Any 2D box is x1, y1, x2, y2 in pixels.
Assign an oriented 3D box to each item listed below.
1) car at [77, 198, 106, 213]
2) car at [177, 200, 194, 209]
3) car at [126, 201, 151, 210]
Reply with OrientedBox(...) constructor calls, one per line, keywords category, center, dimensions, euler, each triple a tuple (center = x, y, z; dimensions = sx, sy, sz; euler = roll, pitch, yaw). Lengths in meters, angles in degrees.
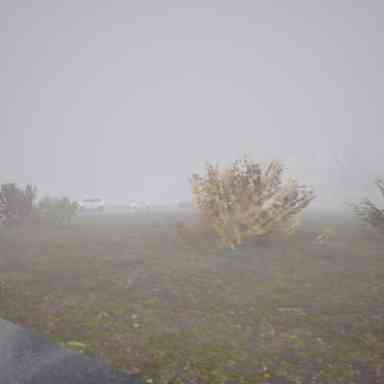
OrientedBox(category="car", center=(-14.756, 1.822, 46.832), dimensions=(2.150, 2.045, 5.566), euler=(-2, -2, 36))
OrientedBox(category="car", center=(-0.644, 2.205, 60.228), dimensions=(1.882, 1.535, 5.008), euler=(-2, -2, 36))
OrientedBox(category="car", center=(-8.828, 2.235, 55.034), dimensions=(1.812, 1.442, 4.674), euler=(-2, -1, 36))
